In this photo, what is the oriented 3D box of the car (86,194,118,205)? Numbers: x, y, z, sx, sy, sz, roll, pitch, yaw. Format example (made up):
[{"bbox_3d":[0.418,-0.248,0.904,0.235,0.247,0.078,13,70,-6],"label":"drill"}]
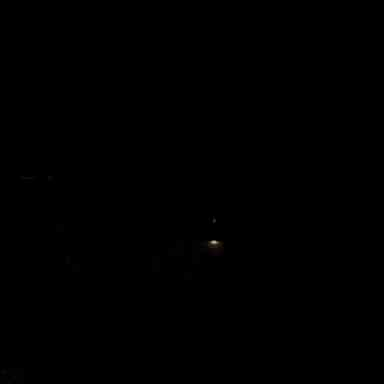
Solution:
[{"bbox_3d":[-13.190,1.081,48.784,1.947,1.339,4.313,2,2,35],"label":"car"}]

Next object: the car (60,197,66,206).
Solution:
[{"bbox_3d":[-16.207,1.131,44.547,2.008,1.369,4.403,2,2,35],"label":"car"}]

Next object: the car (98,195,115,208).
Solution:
[{"bbox_3d":[-8.959,1.243,40.030,1.802,1.307,4.206,2,2,35],"label":"car"}]

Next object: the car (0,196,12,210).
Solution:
[{"bbox_3d":[-22.342,1.232,35.933,1.752,1.417,4.829,2,2,35],"label":"car"}]

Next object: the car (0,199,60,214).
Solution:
[{"bbox_3d":[-15.198,1.341,31.269,2.008,1.369,4.403,2,2,35],"label":"car"}]
